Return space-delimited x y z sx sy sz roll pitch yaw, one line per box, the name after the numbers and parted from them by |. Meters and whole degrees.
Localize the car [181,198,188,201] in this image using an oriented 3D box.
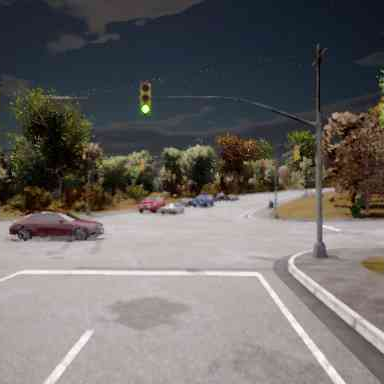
-1.038 1.792 56.880 1.812 1.442 4.674 0 2 22 | car

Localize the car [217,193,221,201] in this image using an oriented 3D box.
5.428 0.980 70.570 2.097 1.767 4.553 0 3 27 | car

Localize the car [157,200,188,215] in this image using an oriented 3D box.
-2.402 2.088 41.770 1.895 1.301 4.718 0 0 15 | car

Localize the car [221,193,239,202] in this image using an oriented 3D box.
8.090 1.200 68.145 1.994 1.385 4.181 0 3 27 | car

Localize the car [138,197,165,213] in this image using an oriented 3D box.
-5.244 1.714 44.593 2.150 2.045 5.566 0 0 15 | car

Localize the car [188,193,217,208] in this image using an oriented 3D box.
1.872 1.486 54.810 2.150 2.045 5.566 0 3 21 | car

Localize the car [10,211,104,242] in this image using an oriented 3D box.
-6.990 1.754 17.364 4.674 1.442 1.812 0 -1 3 | car
